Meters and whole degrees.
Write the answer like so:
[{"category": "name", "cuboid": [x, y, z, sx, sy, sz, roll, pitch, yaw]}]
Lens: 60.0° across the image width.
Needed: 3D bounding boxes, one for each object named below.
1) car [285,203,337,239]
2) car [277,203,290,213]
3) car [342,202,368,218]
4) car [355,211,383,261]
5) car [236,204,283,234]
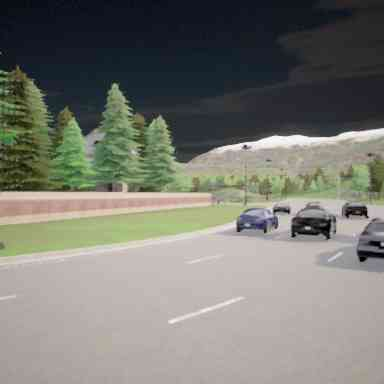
[{"category": "car", "cuboid": [6.788, 1.615, 18.315, 1.882, 1.535, 5.008, 0, 0, 28]}, {"category": "car", "cuboid": [10.653, 1.907, 38.920, 1.895, 1.301, 4.718, 0, -1, 18]}, {"category": "car", "cuboid": [15.934, 1.704, 32.692, 1.882, 1.535, 5.008, 0, -1, 19]}, {"category": "car", "cuboid": [7.216, 1.626, 12.001, 2.033, 1.411, 5.357, -1, -1, 34]}, {"category": "car", "cuboid": [4.113, 1.697, 20.704, 1.812, 1.442, 4.674, 0, 0, 26]}]
